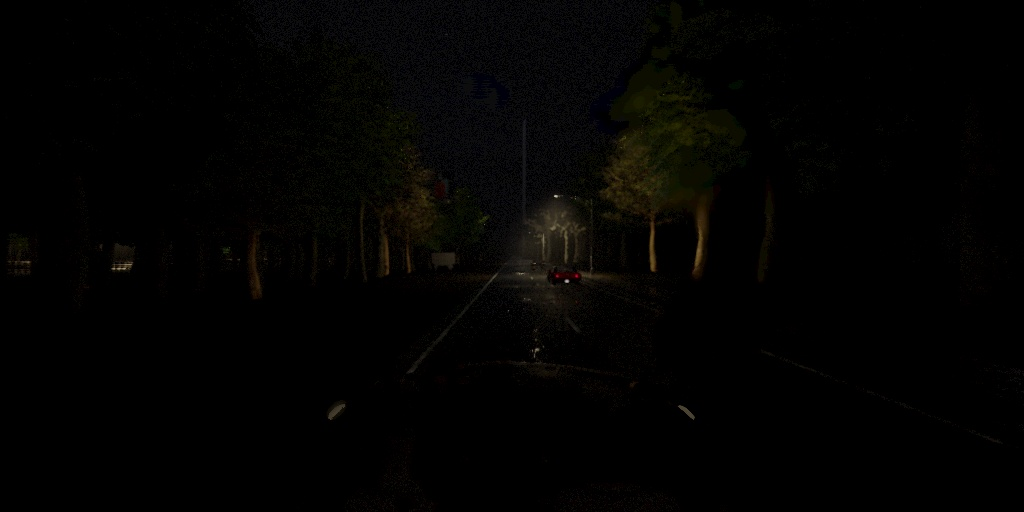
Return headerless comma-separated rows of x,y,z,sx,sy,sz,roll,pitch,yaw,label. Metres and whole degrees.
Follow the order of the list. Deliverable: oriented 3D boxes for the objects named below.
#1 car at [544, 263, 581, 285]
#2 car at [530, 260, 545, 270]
3.642,1.355,25.870,1.895,1.301,4.718,0,0,0,car
3.687,1.239,51.249,2.128,1.511,4.902,0,0,0,car
